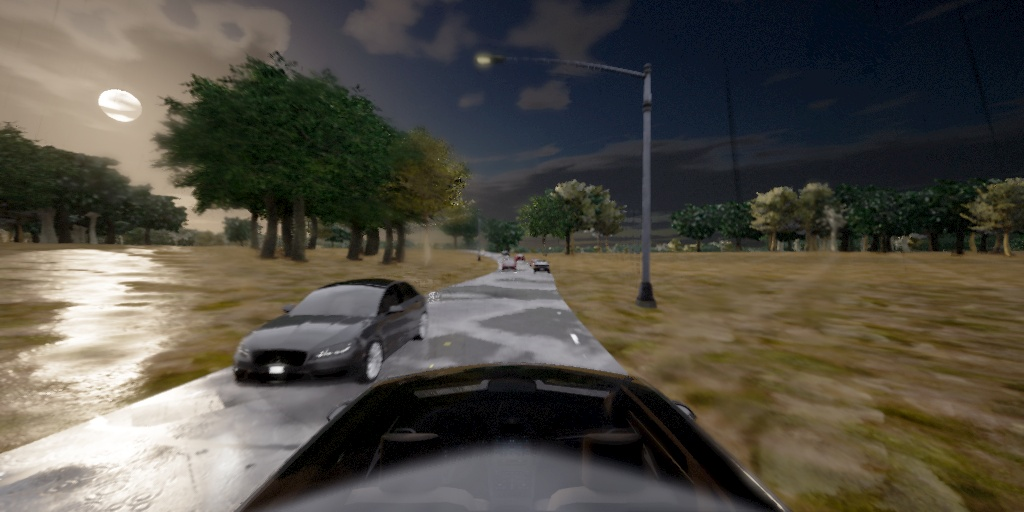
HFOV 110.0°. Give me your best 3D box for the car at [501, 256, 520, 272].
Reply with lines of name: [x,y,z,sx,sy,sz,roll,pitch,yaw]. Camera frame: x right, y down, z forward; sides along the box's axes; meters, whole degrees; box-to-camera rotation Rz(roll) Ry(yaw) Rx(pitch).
car: [-0.311,1.212,47.441,1.882,1.535,5.008,1,1,2]

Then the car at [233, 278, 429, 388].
car: [-3.016,1.240,7.112,1.837,1.490,4.892,0,0,1]

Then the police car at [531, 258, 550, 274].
police car: [3.502,1.245,42.646,1.930,1.638,5.238,1,0,3]

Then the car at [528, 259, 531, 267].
car: [3.786,1.116,52.827,1.801,1.575,5.366,-2,2,0]
